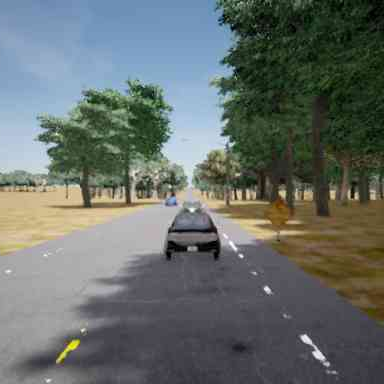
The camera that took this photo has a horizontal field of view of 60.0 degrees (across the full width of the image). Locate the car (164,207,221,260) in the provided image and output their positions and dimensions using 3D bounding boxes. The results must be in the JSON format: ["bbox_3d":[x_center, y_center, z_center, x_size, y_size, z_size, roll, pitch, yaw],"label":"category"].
[{"bbox_3d":[0.038,1.532,12.598,2.128,1.511,4.902,0,0,1],"label":"car"}]

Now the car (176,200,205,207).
[{"bbox_3d":[0.033,1.441,27.517,2.097,1.767,4.553,0,0,1],"label":"car"}]

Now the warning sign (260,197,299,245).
[{"bbox_3d":[3.554,1.159,13.683,1.300,1.860,1.060,0,0,0],"label":"warning sign"}]

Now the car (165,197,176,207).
[{"bbox_3d":[-3.579,1.669,56.949,1.882,1.535,5.008,0,0,0],"label":"car"}]
